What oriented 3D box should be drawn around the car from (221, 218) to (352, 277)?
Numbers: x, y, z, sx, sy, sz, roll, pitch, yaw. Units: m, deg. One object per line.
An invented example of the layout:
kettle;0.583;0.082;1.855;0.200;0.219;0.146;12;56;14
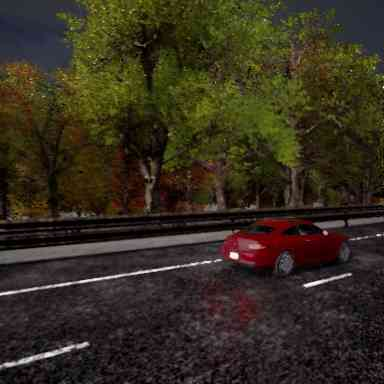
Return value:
car;2.992;1.534;10.226;4.674;1.442;1.812;0;0;-36
